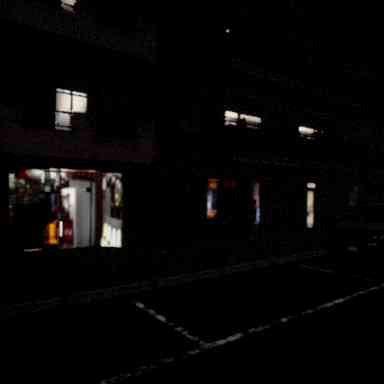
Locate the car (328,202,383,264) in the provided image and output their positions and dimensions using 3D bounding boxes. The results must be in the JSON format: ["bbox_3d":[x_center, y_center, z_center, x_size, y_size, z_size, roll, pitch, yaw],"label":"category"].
[{"bbox_3d":[6.523,1.263,10.716,5.009,1.841,2.192,0,2,-35],"label":"car"}]
